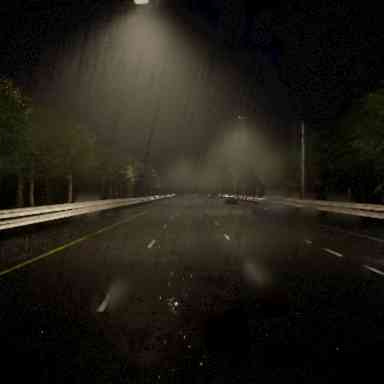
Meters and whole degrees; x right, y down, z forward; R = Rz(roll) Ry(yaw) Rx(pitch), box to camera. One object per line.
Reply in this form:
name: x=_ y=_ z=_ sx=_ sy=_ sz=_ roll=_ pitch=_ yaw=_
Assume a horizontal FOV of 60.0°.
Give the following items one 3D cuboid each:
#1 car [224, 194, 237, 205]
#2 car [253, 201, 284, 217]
car: x=7.016 y=1.588 z=60.597 sx=1.994 sy=1.385 sz=4.181 roll=0 pitch=0 yaw=0
car: x=7.003 y=1.550 z=30.815 sx=2.033 sy=1.411 sz=5.357 roll=0 pitch=0 yaw=0
